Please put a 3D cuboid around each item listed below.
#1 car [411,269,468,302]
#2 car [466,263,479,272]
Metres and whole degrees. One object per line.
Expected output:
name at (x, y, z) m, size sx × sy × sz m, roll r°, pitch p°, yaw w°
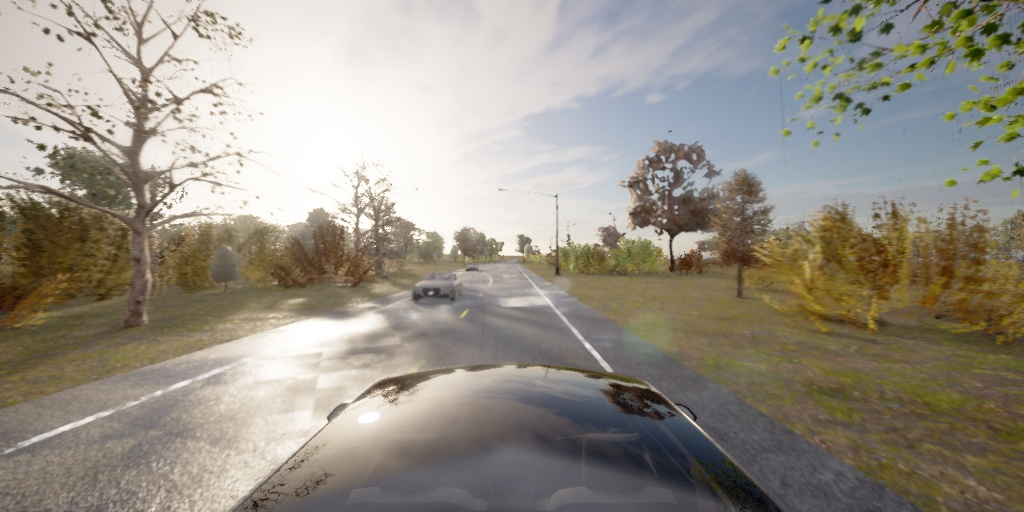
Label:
car at (-3.626, 1.490, 18.092) m, size 1.994 × 1.385 × 4.181 m, roll 0°, pitch -1°, yaw 0°
car at (-6.502, 1.881, 59.103) m, size 1.994 × 1.385 × 4.181 m, roll 0°, pitch -1°, yaw -5°
